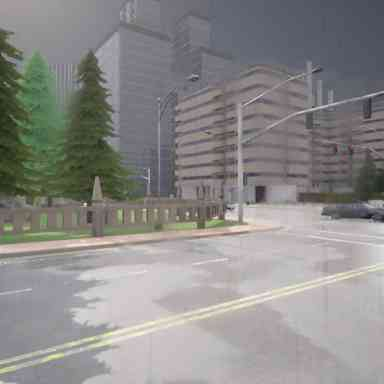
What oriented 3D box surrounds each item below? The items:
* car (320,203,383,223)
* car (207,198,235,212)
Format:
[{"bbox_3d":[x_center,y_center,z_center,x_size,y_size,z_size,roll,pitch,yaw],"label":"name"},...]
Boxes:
[{"bbox_3d":[12.940,1.547,26.024,5.357,1.411,2.033,0,0,44],"label":"car"},{"bbox_3d":[2.985,1.491,38.785,2.128,1.511,4.902,0,0,-35],"label":"car"}]
